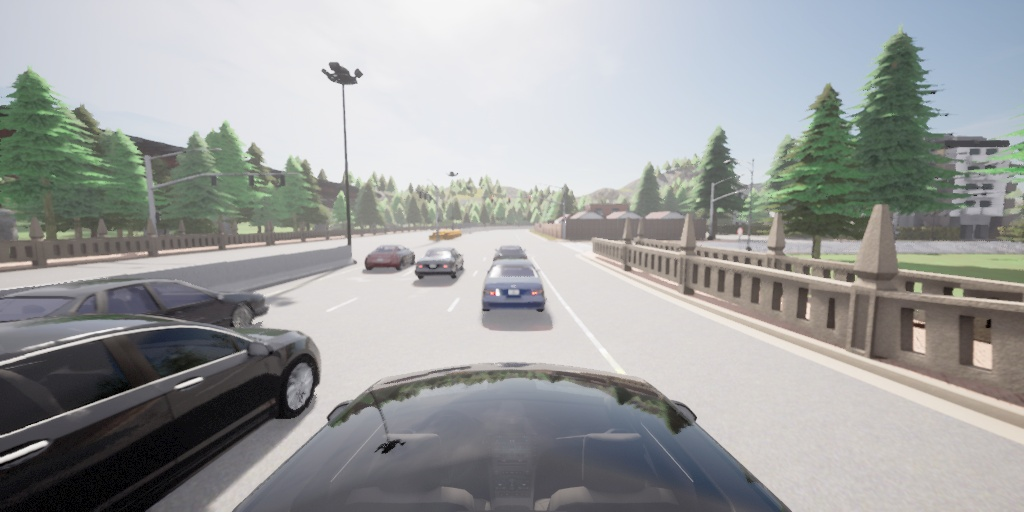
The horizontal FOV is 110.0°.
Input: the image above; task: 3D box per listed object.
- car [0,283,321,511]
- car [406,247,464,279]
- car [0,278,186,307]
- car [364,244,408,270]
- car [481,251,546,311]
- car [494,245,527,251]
[{"bbox_3d":[-3.405,1.218,2.769,1.837,1.490,4.892,0,2,-1],"label":"car"},{"bbox_3d":[-3.541,0.249,18.137,2.033,1.411,5.357,0,5,-2],"label":"car"},{"bbox_3d":[-6.925,1.113,6.386,2.033,1.411,5.357,0,3,-1],"label":"car"},{"bbox_3d":[-7.086,-0.017,21.189,1.994,1.385,4.181,0,5,-1],"label":"car"},{"bbox_3d":[0.017,0.795,11.665,2.033,1.411,5.357,0,4,-1],"label":"car"},{"bbox_3d":[-0.084,0.033,20.728,1.994,1.385,4.181,0,5,0],"label":"car"}]
